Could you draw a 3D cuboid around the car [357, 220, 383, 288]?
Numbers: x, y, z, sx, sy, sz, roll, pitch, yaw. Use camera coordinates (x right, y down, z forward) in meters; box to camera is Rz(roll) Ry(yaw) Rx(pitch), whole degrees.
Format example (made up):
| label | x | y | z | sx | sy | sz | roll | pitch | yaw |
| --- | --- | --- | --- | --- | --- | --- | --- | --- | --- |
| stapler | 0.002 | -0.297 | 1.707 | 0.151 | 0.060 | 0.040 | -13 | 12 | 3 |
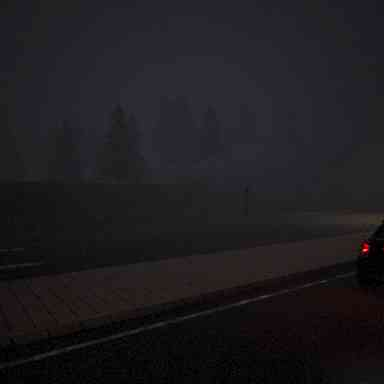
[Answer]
| label | x | y | z | sx | sy | sz | roll | pitch | yaw |
| --- | --- | --- | --- | --- | --- | --- | --- | --- | --- |
| car | 6.032 | 1.351 | 8.050 | 4.553 | 1.767 | 2.097 | 0 | 0 | -35 |
